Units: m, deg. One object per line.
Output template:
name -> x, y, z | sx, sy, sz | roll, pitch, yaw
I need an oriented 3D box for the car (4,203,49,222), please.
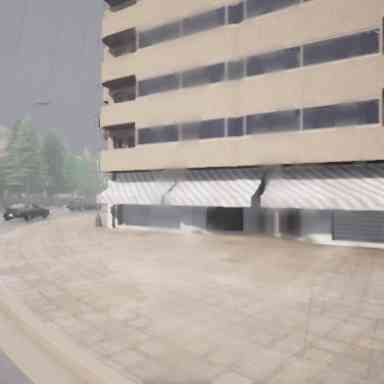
car -> -13.736, 1.627, 27.755 | 1.812, 1.442, 4.674 | 0, 0, 3

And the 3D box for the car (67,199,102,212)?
car -> -13.539, 1.685, 42.255 | 2.128, 1.511, 4.902 | 0, 0, 25
